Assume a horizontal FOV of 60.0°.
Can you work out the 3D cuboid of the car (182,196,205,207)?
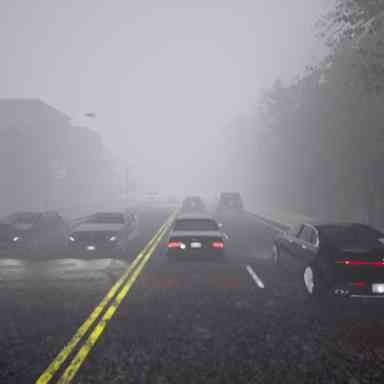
[{"bbox_3d":[0.108,1.136,31.460,2.097,1.767,4.553,0,0,0],"label":"car"}]

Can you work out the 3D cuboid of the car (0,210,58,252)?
[{"bbox_3d":[-6.598,1.453,13.687,2.033,1.411,5.357,0,0,0],"label":"car"}]

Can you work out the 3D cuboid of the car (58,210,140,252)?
[{"bbox_3d":[-3.348,1.453,13.685,2.033,1.411,5.357,0,0,0],"label":"car"}]

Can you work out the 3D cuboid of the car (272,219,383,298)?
[{"bbox_3d":[3.348,1.446,8.312,1.837,1.490,4.892,0,0,0],"label":"car"}]

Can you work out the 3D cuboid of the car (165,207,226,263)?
[{"bbox_3d":[0.103,1.468,11.541,2.033,1.411,5.357,0,0,0],"label":"car"}]

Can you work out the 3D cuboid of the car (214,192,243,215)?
[{"bbox_3d":[3.358,1.009,30.930,2.150,2.045,5.566,0,0,0],"label":"car"}]

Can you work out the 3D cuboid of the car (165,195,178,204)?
[{"bbox_3d":[-3.296,1.225,54.806,1.895,1.301,4.718,0,0,1],"label":"car"}]

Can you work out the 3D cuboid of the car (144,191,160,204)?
[{"bbox_3d":[-6.543,0.846,54.685,2.150,2.045,5.566,0,0,1],"label":"car"}]
